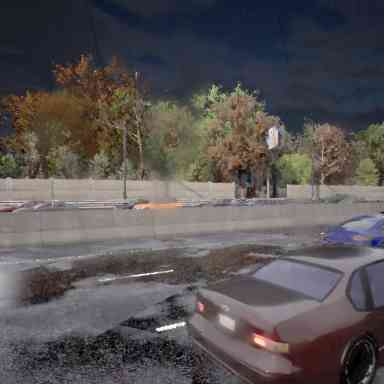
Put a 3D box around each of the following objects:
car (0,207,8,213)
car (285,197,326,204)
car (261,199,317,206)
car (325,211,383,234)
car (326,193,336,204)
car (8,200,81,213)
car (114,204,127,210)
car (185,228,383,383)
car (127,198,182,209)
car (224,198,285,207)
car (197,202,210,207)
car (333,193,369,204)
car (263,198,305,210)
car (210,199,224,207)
[{"bbox_3d":[-13.666,1.478,28.282,5.008,1.535,1.882,0,0,-30],"label":"car"},{"bbox_3d":[13.388,1.493,40.107,4.902,1.511,2.128,0,0,-30],"label":"car"},{"bbox_3d":[8.544,1.564,29.147,4.181,1.385,1.994,0,0,-30],"label":"car"},{"bbox_3d":[6.519,1.525,11.489,4.674,1.442,1.812,0,0,-30],"label":"car"},{"bbox_3d":[20.919,1.228,48.582,5.566,2.045,2.150,0,0,-30],"label":"car"},{"bbox_3d":[-11.169,1.492,25.687,4.902,1.511,2.128,0,0,-30],"label":"car"},{"bbox_3d":[-5.301,1.505,33.188,4.892,1.490,1.837,0,0,-30],"label":"car"},{"bbox_3d":[2.558,1.546,5.104,5.357,1.411,2.033,0,0,-30],"label":"car"},{"bbox_3d":[-3.192,1.352,30.371,4.553,1.767,2.097,0,0,-30],"label":"car"},{"bbox_3d":[6.044,1.547,31.734,5.357,1.411,2.033,0,0,-30],"label":"car"},{"bbox_3d":[3.128,1.548,38.148,5.357,1.411,2.033,0,0,-30],"label":"car"},{"bbox_3d":[21.899,1.358,45.103,4.553,1.767,2.097,0,0,-30],"label":"car"},{"bbox_3d":[12.001,1.549,43.350,5.357,1.411,2.033,0,0,-30],"label":"car"},{"bbox_3d":[4.991,1.548,35.177,5.357,1.411,2.033,0,0,-31],"label":"car"}]
